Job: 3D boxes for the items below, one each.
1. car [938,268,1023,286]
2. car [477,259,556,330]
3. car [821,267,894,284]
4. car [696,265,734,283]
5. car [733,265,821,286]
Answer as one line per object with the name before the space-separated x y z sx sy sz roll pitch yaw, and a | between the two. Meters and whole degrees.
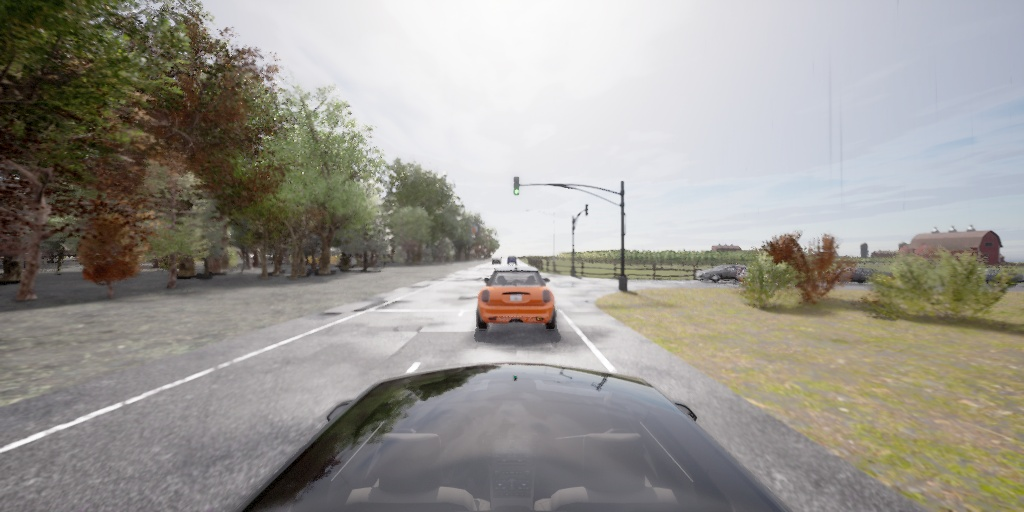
car | 38.943 1.741 29.747 5.357 1.411 2.033 1 -1 0
car | 0.154 1.092 11.282 2.097 1.767 4.553 0 0 1
car | 28.380 1.626 29.803 5.357 1.411 2.033 1 -1 0
car | 17.998 1.456 29.867 4.902 1.511 2.128 1 -1 1
car | 19.250 1.446 26.203 4.674 1.442 1.812 0 -1 1
